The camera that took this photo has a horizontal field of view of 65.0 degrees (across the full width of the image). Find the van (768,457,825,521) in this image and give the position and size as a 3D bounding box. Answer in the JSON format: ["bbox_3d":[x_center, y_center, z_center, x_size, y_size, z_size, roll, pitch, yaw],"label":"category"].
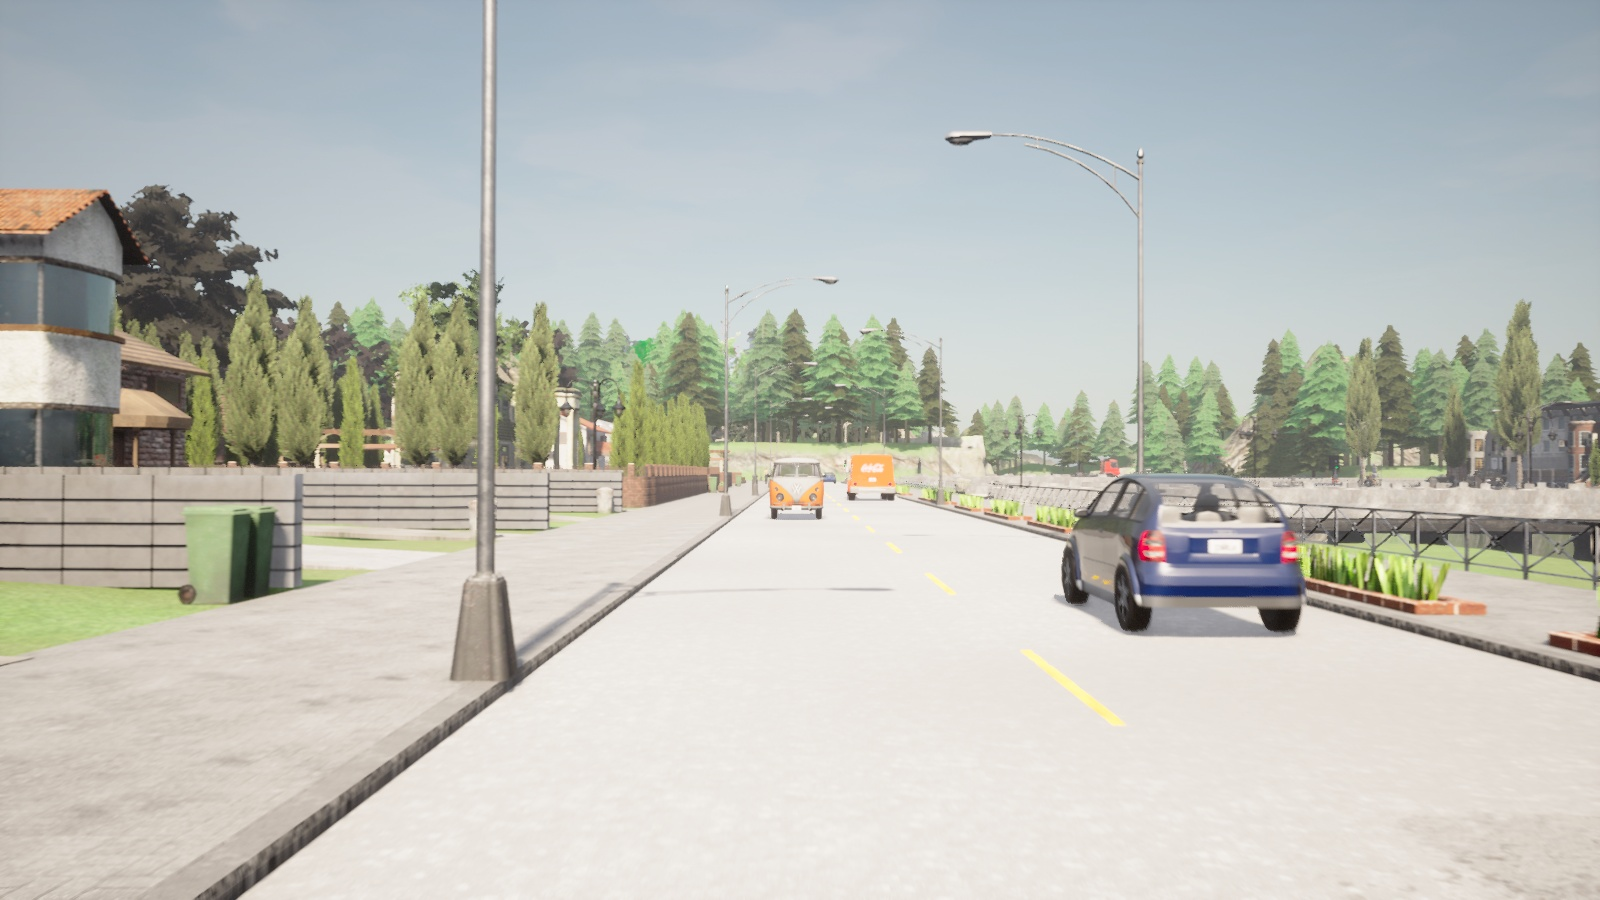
[{"bbox_3d":[-0.100,1.262,41.489,1.775,1.987,4.442,0,-1,0],"label":"van"}]

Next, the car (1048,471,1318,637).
[{"bbox_3d":[3.968,1.006,13.663,1.789,1.549,3.705,0,-1,0],"label":"car"}]

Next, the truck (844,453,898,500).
[{"bbox_3d":[3.833,1.468,69.031,2.627,2.467,5.204,0,-1,0],"label":"truck"}]
